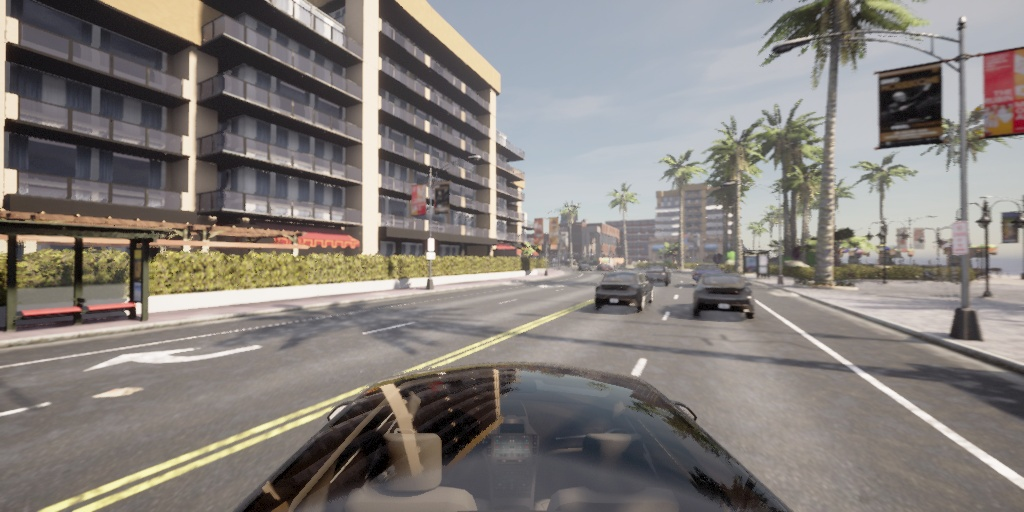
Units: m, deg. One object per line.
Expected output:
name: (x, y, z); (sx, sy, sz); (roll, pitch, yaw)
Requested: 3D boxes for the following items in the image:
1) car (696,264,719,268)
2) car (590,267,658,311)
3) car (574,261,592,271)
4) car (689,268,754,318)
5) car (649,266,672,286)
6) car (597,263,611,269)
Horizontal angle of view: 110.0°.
car: (14.755, 1.372, 27.106); (2.097, 1.767, 4.553); (0, -1, 27)
car: (4.889, 1.404, 15.394); (1.837, 1.490, 4.892); (0, 0, 28)
car: (12.532, 1.964, 62.051); (1.994, 1.385, 4.181); (0, -1, 1)
car: (8.004, 1.386, 13.799); (1.837, 1.490, 4.892); (0, 0, 28)
car: (11.671, 1.533, 28.765); (2.128, 1.511, 4.902); (0, -1, 27)
car: (15.984, 1.962, 61.984); (1.994, 1.385, 4.181); (0, -1, 1)
